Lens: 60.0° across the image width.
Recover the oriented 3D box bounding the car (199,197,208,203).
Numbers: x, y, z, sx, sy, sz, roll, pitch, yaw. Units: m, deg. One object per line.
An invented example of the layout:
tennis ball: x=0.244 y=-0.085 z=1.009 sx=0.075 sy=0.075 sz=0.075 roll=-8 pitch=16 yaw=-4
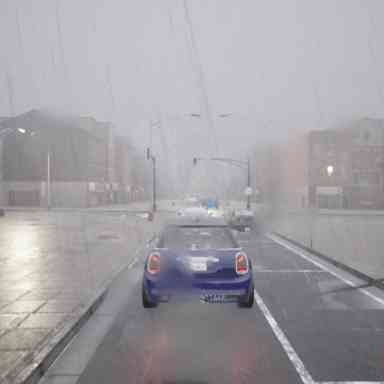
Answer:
car: x=2.780 y=1.955 z=82.117 sx=1.887 sy=1.381 sz=4.507 roll=-1 pitch=-1 yaw=0

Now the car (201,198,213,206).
car: x=2.740 y=1.773 z=60.956 sx=2.008 sy=1.369 sz=4.403 roll=-1 pitch=0 yaw=0

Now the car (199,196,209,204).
car: x=2.767 y=1.798 z=76.828 sx=1.967 sy=1.590 sz=4.097 roll=-1 pitch=-1 yaw=0

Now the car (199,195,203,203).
car: x=2.725 y=1.498 z=55.669 sx=2.192 sy=1.841 sz=5.009 roll=-1 pitch=0 yaw=0

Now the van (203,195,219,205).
van: x=2.706 y=1.459 z=45.087 sx=1.690 sy=1.788 sz=3.998 roll=-1 pitch=0 yaw=0

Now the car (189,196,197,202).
car: x=0.167 y=1.817 z=85.455 sx=2.033 sy=1.411 sz=5.357 roll=0 pitch=-1 yaw=0

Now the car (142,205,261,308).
car: x=0.114 y=1.353 z=8.059 sx=2.097 sy=1.767 sz=4.553 roll=0 pitch=0 yaw=0

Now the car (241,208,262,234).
car: x=2.661 y=1.566 z=18.128 sx=2.008 sy=1.369 sz=4.403 roll=-1 pitch=0 yaw=0

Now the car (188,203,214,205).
car: x=0.164 y=1.540 z=17.878 sx=1.812 sy=1.442 sz=4.674 roll=0 pitch=0 yaw=1

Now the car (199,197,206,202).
car: x=2.800 y=2.108 z=92.697 sx=1.802 sy=1.307 sz=4.206 roll=-2 pitch=-1 yaw=0

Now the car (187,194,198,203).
car: x=0.147 y=1.558 z=75.065 sx=2.150 sy=2.045 sz=5.566 roll=0 pitch=-1 yaw=0
